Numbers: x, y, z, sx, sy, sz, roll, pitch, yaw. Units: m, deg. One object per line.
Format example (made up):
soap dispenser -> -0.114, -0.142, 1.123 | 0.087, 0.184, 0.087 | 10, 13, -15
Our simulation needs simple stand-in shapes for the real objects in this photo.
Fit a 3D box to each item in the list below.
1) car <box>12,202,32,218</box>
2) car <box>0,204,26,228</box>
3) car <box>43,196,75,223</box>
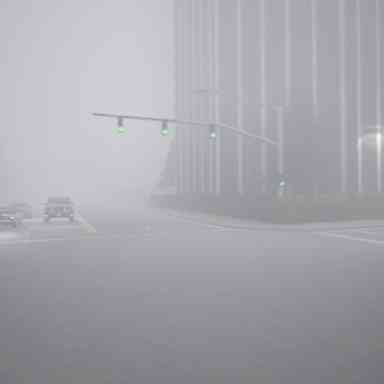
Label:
car -> -16.507, 1.722, 31.944 | 1.837, 1.490, 4.892 | 0, 0, -21
car -> -13.075, 1.768, 23.283 | 1.895, 1.301, 4.718 | 0, 0, -21
car -> -11.112, 1.382, 27.872 | 2.150, 2.045, 5.566 | 0, 0, -21
